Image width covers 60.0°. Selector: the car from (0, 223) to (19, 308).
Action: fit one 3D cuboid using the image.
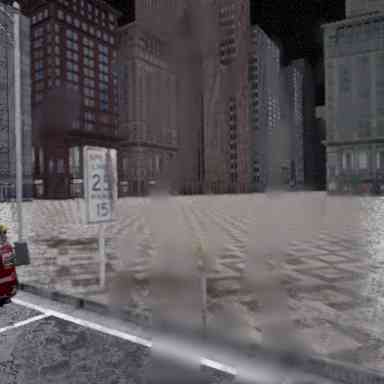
[{"bbox_3d":[-5.373,1.300,6.340,5.009,1.841,2.192,0,0,33],"label":"car"}]
